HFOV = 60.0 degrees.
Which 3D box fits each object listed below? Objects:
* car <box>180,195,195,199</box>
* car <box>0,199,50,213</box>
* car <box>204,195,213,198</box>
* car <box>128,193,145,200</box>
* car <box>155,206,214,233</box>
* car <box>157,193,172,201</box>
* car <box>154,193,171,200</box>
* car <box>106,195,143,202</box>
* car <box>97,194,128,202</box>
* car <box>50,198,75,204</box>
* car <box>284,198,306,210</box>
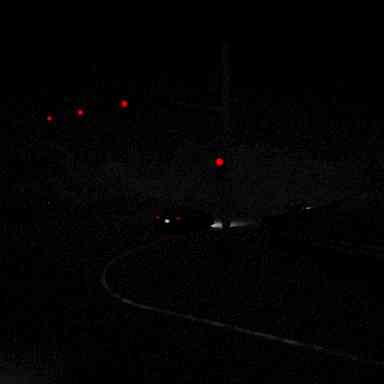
[{"bbox_3d":[-0.884,1.415,60.844,1.837,1.490,4.892,0,0,26],"label":"car"},{"bbox_3d":[-17.167,1.507,33.192,1.837,1.490,4.892,0,0,32],"label":"car"},{"bbox_3d":[3.591,1.429,73.540,1.994,1.385,4.181,0,0,14],"label":"car"},{"bbox_3d":[-11.191,1.159,63.428,2.150,2.045,5.566,0,0,27],"label":"car"},{"bbox_3d":[-0.350,1.534,19.589,1.994,1.385,4.181,0,0,29],"label":"car"},{"bbox_3d":[-6.362,1.089,77.230,2.097,1.767,4.553,0,0,14],"label":"car"},{"bbox_3d":[-5.915,1.394,66.523,1.882,1.535,5.008,0,0,21],"label":"car"},{"bbox_3d":[-9.286,1.521,46.054,1.994,1.385,4.181,0,0,31],"label":"car"},{"bbox_3d":[-13.037,1.463,53.239,1.837,1.490,4.892,0,0,32],"label":"car"},{"bbox_3d":[-19.713,1.585,49.085,1.895,1.301,4.718,0,0,32],"label":"car"},{"bbox_3d":[13.150,1.460,42.214,1.994,1.385,4.181,0,0,30],"label":"car"}]
